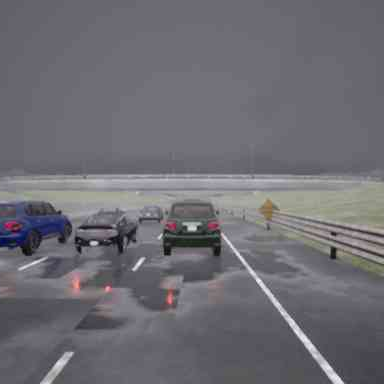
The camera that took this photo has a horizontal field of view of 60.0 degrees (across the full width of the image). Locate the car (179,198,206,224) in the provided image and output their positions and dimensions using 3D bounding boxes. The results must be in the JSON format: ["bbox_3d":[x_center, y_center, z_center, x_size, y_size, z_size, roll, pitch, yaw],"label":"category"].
[{"bbox_3d":[0.017,1.584,29.027,2.150,2.045,5.566,0,-1,0],"label":"car"}]

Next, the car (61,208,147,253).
[{"bbox_3d":[-3.489,1.641,14.294,2.128,1.511,4.902,0,-1,0],"label":"car"}]

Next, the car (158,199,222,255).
[{"bbox_3d":[0.008,1.362,14.017,2.150,2.045,5.566,0,-1,0],"label":"car"}]

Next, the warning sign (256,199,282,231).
[{"bbox_3d":[4.561,1.334,19.777,1.300,1.860,1.060,0,-1,0],"label":"warning sign"}]

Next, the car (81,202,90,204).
[{"bbox_3d":[-23.228,2.961,72.518,1.812,1.442,4.674,0,-2,3],"label":"car"}]

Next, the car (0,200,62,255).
[{"bbox_3d":[-6.992,1.361,14.020,2.150,2.045,5.566,0,-1,0],"label":"car"}]

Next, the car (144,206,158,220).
[{"bbox_3d":[-3.483,1.914,28.988,2.033,1.411,5.357,0,-1,0],"label":"car"}]
